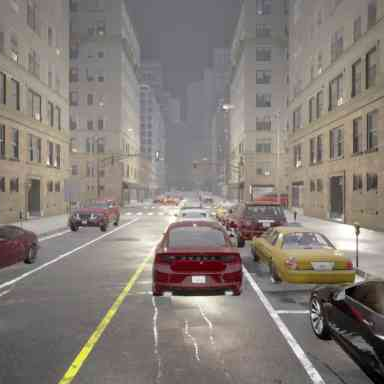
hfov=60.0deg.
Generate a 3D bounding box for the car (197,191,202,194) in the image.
[{"bbox_3d":[2.774,1.024,90.483,1.967,1.590,4.097,1,0,0],"label":"car"}]

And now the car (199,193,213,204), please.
[{"bbox_3d":[2.770,1.367,57.943,2.008,1.369,4.403,0,0,0],"label":"car"}]

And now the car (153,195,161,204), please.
[{"bbox_3d":[-5.755,1.361,57.951,1.887,1.381,4.507,0,0,0],"label":"car"}]

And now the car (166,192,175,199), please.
[{"bbox_3d":[-5.750,0.899,90.488,2.192,1.841,5.009,1,0,0],"label":"car"}]

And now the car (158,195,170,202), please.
[{"bbox_3d":[-5.754,1.292,68.798,1.887,1.381,4.507,1,0,0],"label":"car"}]

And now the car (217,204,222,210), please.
[{"bbox_3d":[2.767,1.558,20.285,1.802,1.307,4.206,0,0,0],"label":"car"}]

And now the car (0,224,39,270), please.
[{"bbox_3d":[-5.760,1.577,9.187,1.802,1.307,4.206,0,0,0],"label":"car"}]

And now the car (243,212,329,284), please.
[{"bbox_3d":[2.766,1.520,9.349,1.752,1.417,4.829,0,0,0],"label":"car"}]

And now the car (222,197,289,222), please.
[{"bbox_3d":[2.768,1.302,14.734,2.192,1.841,5.009,0,0,0],"label":"car"}]

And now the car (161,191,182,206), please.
[{"bbox_3d":[-3.147,1.204,51.783,2.097,1.767,4.553,0,0,2],"label":"car"}]

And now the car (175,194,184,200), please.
[{"bbox_3d":[-2.998,1.184,80.786,1.812,1.442,4.674,0,0,0],"label":"car"}]

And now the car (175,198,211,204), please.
[{"bbox_3d":[0.074,1.454,25.333,2.128,1.511,4.902,0,0,0],"label":"car"}]

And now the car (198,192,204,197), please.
[{"bbox_3d":[2.772,1.271,68.959,1.752,1.417,4.829,1,0,0],"label":"car"}]

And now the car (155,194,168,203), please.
[{"bbox_3d":[-5.753,1.224,63.374,1.967,1.590,4.097,1,0,0],"label":"car"}]

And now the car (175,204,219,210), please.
[{"bbox_3d":[0.099,1.510,16.191,1.812,1.442,4.674,0,0,0],"label":"car"}]

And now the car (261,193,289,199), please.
[{"bbox_3d":[9.633,1.110,41.017,5.566,2.045,2.150,0,0,0],"label":"car"}]

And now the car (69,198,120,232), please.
[{"bbox_3d":[-5.757,1.291,20.292,2.192,1.841,5.009,0,0,0],"label":"car"}]

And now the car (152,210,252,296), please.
[{"bbox_3d":[0.072,1.473,8.654,1.882,1.535,5.008,0,0,-1],"label":"car"}]

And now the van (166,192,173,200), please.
[{"bbox_3d":[-5.750,0.967,85.066,1.690,1.788,3.998,1,0,0],"label":"van"}]

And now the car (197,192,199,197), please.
[{"bbox_3d":[2.772,1.250,79.639,1.802,1.307,4.206,1,0,0],"label":"car"}]

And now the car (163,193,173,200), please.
[{"bbox_3d":[-5.752,1.108,79.644,1.967,1.590,4.097,1,0,0],"label":"car"}]

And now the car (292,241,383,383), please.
[{"bbox_3d":[2.765,1.566,3.628,1.947,1.339,4.313,0,0,0],"label":"car"}]
